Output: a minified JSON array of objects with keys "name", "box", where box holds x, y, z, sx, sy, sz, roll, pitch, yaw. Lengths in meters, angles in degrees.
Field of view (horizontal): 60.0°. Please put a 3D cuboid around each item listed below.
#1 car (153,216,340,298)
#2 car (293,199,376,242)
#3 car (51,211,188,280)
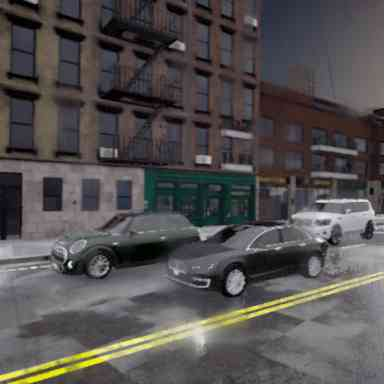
[{"name":"car","box":[1.634,1.578,8.826,4.892,1.490,1.837,1,-1,-35]},{"name":"car","box":[7.186,1.374,16.763,5.566,2.045,2.150,1,-1,-38]},{"name":"car","box":[-1.868,1.419,10.321,4.553,1.767,2.097,0,0,-35]}]
